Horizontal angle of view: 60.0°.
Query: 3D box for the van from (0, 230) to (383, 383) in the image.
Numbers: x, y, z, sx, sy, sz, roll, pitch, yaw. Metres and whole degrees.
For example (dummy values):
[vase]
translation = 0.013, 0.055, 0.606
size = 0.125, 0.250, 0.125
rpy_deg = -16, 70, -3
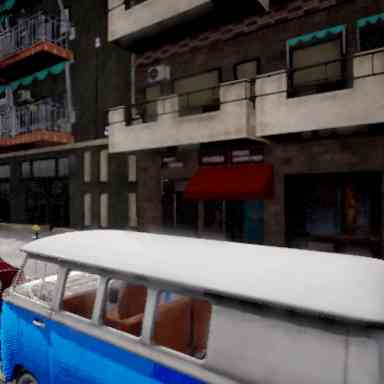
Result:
[van]
translation = -0.150, 1.333, 2.995
size = 3.998, 1.788, 1.690
rpy_deg = 0, 0, 36
